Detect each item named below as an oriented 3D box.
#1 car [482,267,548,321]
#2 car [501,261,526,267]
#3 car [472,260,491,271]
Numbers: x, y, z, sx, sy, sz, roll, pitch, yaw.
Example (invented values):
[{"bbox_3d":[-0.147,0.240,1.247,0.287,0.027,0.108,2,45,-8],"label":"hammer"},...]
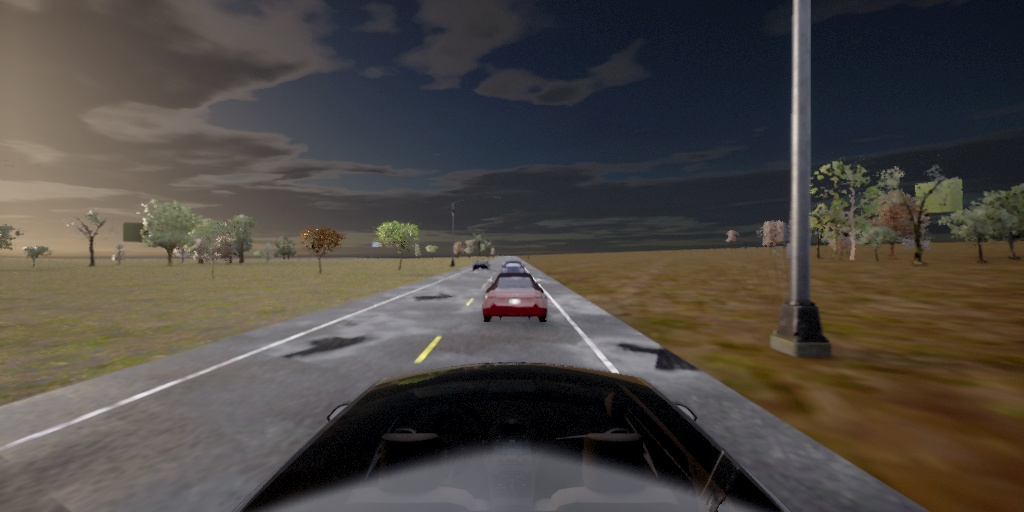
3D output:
[{"bbox_3d":[0.089,1.244,12.156,1.994,1.385,4.181,0,0,0],"label":"car"},{"bbox_3d":[0.095,1.099,27.886,1.812,1.442,4.674,0,0,0],"label":"car"},{"bbox_3d":[-3.579,1.073,42.569,1.895,1.301,4.718,0,0,0],"label":"car"}]
